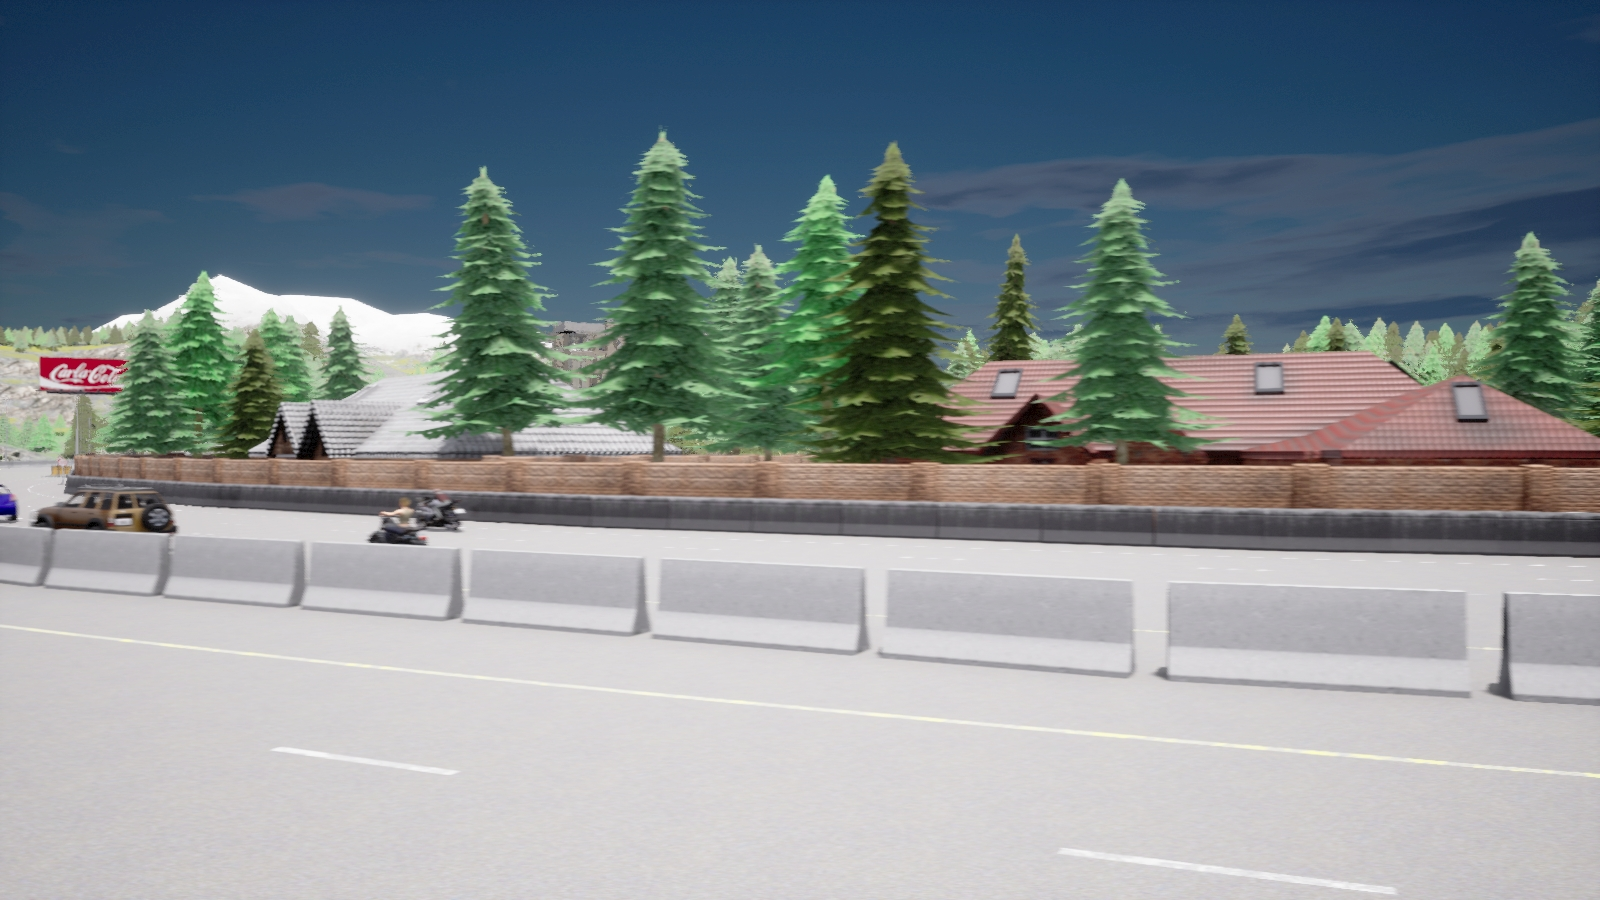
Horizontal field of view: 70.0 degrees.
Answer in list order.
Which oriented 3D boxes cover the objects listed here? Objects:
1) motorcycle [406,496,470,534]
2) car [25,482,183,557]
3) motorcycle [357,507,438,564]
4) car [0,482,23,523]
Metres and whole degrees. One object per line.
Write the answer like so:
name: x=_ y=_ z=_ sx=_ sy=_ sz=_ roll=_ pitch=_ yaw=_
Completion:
motorcycle: x=-12.727 y=2.254 z=40.130 sx=2.209 sy=1.251 sz=0.867 roll=0 pitch=-1 yaw=31
car: x=-19.700 y=1.899 z=32.290 sx=4.605 sy=1.855 sz=1.932 roll=0 pitch=0 yaw=32
motorcycle: x=-10.396 y=2.181 z=29.455 sx=2.356 sy=1.325 sz=0.764 roll=0 pitch=-1 yaw=36
car: x=-32.695 y=2.084 z=45.591 sx=3.633 sy=1.501 sz=1.845 roll=0 pitch=0 yaw=39
